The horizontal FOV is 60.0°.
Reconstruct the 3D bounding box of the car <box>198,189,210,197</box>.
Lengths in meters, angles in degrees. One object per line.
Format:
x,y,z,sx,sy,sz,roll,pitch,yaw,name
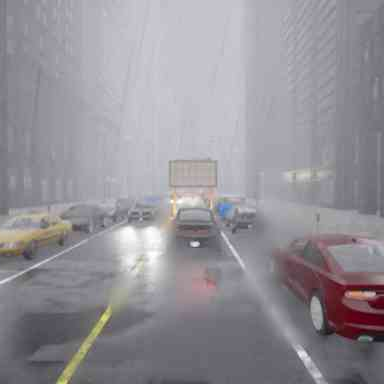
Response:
2.704,0.610,62.763,2.192,1.841,5.009,0,1,0,car

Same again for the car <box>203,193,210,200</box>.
2.724,1.088,40.222,2.008,1.369,4.403,0,1,0,car

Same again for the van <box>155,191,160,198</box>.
-5.806,0.818,45.833,1.690,1.788,3.998,0,1,0,van

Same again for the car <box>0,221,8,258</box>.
-5.770,1.488,6.382,1.947,1.339,4.313,0,1,0,car

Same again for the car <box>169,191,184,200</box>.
-3.093,0.888,63.490,1.895,1.301,4.718,0,1,1,car

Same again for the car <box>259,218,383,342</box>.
2.755,1.467,6.407,1.887,1.381,4.507,0,1,0,car

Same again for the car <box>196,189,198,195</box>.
2.684,0.587,85.479,1.752,1.417,4.829,0,1,0,car

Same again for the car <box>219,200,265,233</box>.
2.745,1.341,17.678,2.008,1.369,4.403,0,1,0,car

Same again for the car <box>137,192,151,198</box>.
-5.796,1.040,34.562,1.967,1.590,4.097,0,1,0,car

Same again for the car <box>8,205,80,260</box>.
-5.775,1.384,11.847,1.752,1.417,4.829,0,1,0,car

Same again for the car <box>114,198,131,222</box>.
-5.785,1.309,23.291,1.802,1.307,4.206,0,1,0,car

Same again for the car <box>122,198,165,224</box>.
-3.122,1.336,22.509,1.895,1.301,4.718,0,1,0,car

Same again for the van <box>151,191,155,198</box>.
-5.801,0.879,40.197,1.690,1.788,3.998,0,1,0,van

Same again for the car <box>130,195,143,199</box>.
-5.791,1.229,28.927,1.947,1.339,4.313,0,1,0,car

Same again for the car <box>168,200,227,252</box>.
0.113,1.337,13.069,1.837,1.490,4.892,1,2,0,car

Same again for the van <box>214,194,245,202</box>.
2.739,1.067,23.312,1.690,1.788,3.998,0,1,0,van

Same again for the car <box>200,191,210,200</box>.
2.714,0.960,51.494,1.887,1.381,4.507,0,1,0,car

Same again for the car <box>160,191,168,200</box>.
-5.816,0.670,57.105,2.192,1.841,5.009,0,1,0,car

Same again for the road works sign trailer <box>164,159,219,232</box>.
0.062,0.138,16.831,2.380,3.560,2.880,0,4,2,road works sign trailer

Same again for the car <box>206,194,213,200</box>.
2.729,1.181,34.587,1.802,1.307,4.206,0,1,0,car

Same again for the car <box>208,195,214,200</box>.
2.734,1.213,28.950,2.008,1.369,4.403,0,1,0,car

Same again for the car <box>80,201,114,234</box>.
-5.780,1.357,17.654,1.947,1.339,4.313,0,1,0,car
